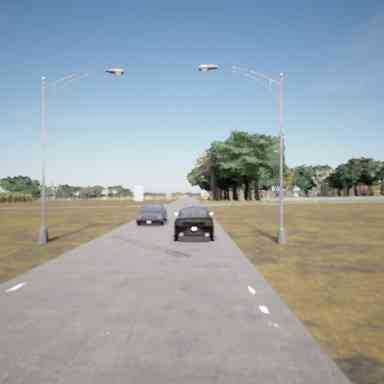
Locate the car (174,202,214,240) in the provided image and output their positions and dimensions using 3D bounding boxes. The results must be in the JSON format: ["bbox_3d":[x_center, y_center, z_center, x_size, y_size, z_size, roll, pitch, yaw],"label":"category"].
[{"bbox_3d":[0.093,1.474,17.091,1.882,1.535,5.008,0,0,0],"label":"car"}]

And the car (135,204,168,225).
[{"bbox_3d":[-2.760,1.551,23.953,2.033,1.411,5.357,0,0,0],"label":"car"}]
